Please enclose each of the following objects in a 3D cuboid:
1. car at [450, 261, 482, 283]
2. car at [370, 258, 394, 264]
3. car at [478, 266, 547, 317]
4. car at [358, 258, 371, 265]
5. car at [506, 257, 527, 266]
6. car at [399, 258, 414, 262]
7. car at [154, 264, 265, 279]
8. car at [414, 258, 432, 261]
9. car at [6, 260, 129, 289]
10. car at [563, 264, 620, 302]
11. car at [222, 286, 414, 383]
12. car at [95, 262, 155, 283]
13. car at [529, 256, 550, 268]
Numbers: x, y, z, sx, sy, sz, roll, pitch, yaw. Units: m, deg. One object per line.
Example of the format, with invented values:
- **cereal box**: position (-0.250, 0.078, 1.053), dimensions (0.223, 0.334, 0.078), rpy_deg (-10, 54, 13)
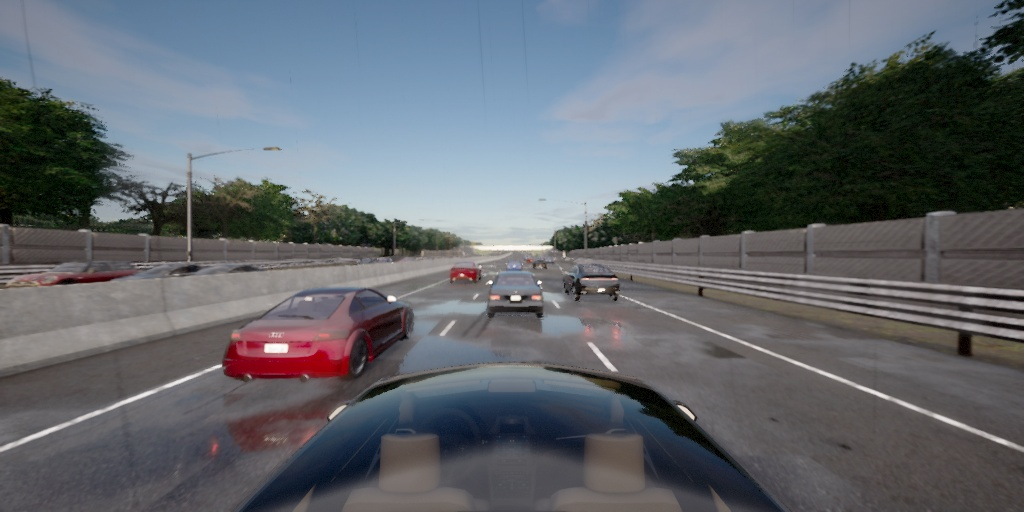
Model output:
- **car**: position (-3.328, 1.121, 26.482), dimensions (1.882, 1.535, 5.008), rpy_deg (0, 0, 0)
- **car**: position (-20.701, 1.081, 58.120), dimensions (1.994, 1.385, 4.181), rpy_deg (0, 0, 1)
- **car**: position (0.116, 1.249, 12.865), dimensions (2.033, 1.411, 5.357), rpy_deg (0, 0, 0)
- **car**: position (-23.508, 1.080, 58.397), dimensions (1.994, 1.385, 4.181), rpy_deg (0, 0, -2)
- **car**: position (0.260, 1.136, 39.960), dimensions (2.033, 1.411, 5.357), rpy_deg (0, 0, 0)
- **car**: position (-17.180, 0.992, 59.428), dimensions (1.882, 1.535, 5.008), rpy_deg (0, 0, 1)
- **car**: position (-14.067, 1.186, 17.584), dimensions (1.837, 1.490, 4.892), rpy_deg (0, 0, 0)
- **car**: position (-13.701, 1.066, 58.035), dimensions (2.033, 1.411, 5.357), rpy_deg (0, 0, 1)
- **car**: position (-21.065, 1.032, 17.606), dimensions (2.097, 1.767, 4.553), rpy_deg (0, 0, 0)
- **car**: position (3.523, 1.127, 16.520), dimensions (2.128, 1.511, 4.902), rpy_deg (0, 0, 0)
- **car**: position (-3.394, 1.290, 7.171), dimensions (1.994, 1.385, 4.181), rpy_deg (0, 0, 0)
- **car**: position (-17.563, 1.182, 18.428), dimensions (1.837, 1.490, 4.892), rpy_deg (0, 0, 0)
- **car**: position (3.741, 0.975, 49.249), dimensions (1.837, 1.490, 4.892), rpy_deg (0, 0, 1)
